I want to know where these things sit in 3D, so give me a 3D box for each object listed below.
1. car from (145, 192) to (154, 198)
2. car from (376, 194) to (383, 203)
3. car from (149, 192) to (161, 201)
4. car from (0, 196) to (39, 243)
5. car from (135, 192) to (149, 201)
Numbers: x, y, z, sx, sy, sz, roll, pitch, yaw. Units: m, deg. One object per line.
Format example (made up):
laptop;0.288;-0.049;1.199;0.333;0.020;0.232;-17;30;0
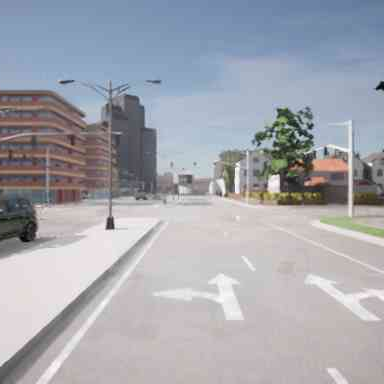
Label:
car;-11.482;0.818;91.009;1.837;1.490;4.892;0;0;0
car;29.935;0.988;55.143;1.970;1.475;3.806;0;0;0
car;-7.985;1.255;75.271;1.837;1.490;4.892;0;0;0
car;-8.050;1.182;12.890;2.150;2.045;5.566;0;0;1
car;-11.485;0.980;75.242;2.150;2.045;5.566;0;0;0
